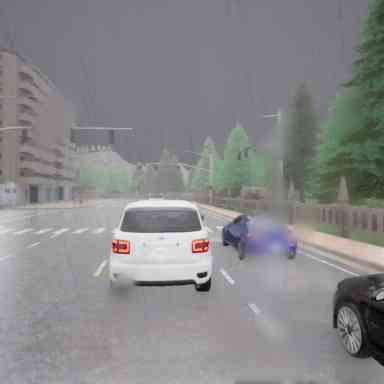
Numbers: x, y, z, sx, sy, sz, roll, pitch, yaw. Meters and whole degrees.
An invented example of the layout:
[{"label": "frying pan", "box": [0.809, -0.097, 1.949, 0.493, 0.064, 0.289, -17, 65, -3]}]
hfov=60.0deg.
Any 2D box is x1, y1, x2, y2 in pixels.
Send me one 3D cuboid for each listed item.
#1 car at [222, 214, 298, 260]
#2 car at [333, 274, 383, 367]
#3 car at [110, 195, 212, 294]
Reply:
[{"label": "car", "box": [2.342, 1.526, 12.363, 1.812, 1.442, 4.674, 0, 0, -6]}, {"label": "car", "box": [3.120, 1.492, 3.135, 2.128, 1.511, 4.902, 0, 0, -3]}, {"label": "car", "box": [-0.802, 1.221, 9.003, 2.150, 2.045, 5.566, 0, 0, -5]}]
